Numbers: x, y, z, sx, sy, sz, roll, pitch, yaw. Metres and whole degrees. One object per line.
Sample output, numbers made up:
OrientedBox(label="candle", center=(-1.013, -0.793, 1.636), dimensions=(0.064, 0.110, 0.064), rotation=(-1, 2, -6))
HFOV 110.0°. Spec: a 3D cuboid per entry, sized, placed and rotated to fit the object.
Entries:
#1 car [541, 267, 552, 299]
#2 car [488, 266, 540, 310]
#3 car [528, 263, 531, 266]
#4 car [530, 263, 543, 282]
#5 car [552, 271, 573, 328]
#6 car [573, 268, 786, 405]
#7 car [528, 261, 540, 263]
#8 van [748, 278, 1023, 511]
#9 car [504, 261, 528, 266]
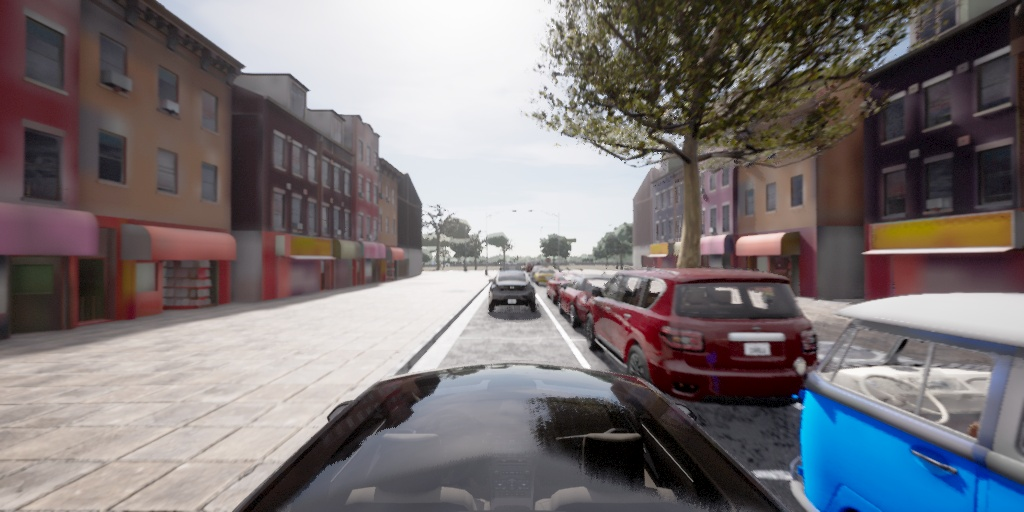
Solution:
OrientedBox(label="car", center=(2.639, 1.447, 17.328), dimensions=(1.888, 1.381, 4.507), rotation=(0, 0, 0))
OrientedBox(label="car", center=(0.022, 1.390, 15.331), dimensions=(1.837, 1.490, 4.892), rotation=(0, 0, 0))
OrientedBox(label="car", center=(2.639, 1.627, 33.961), dimensions=(2.007, 1.370, 4.403), rotation=(0, 0, 0))
OrientedBox(label="car", center=(2.639, 1.540, 28.587), dimensions=(1.751, 1.417, 4.829), rotation=(0, 0, 0))
OrientedBox(label="car", center=(2.638, 1.288, 11.782), dimensions=(1.967, 1.591, 4.097), rotation=(0, 0, 0))
OrientedBox(label="car", center=(2.638, 1.109, 6.237), dimensions=(2.192, 1.841, 5.009), rotation=(0, 0, 0))
OrientedBox(label="car", center=(2.639, 1.516, 45.052), dimensions=(2.192, 1.841, 5.009), rotation=(0, 0, 0))
OrientedBox(label="van", center=(2.638, 1.081, 0.691), dimensions=(1.690, 1.789, 3.998), rotation=(0, 0, 0))
OrientedBox(label="car", center=(0.022, 1.386, 30.269), dimensions=(2.097, 1.767, 4.553), rotation=(0, -1, 0))
